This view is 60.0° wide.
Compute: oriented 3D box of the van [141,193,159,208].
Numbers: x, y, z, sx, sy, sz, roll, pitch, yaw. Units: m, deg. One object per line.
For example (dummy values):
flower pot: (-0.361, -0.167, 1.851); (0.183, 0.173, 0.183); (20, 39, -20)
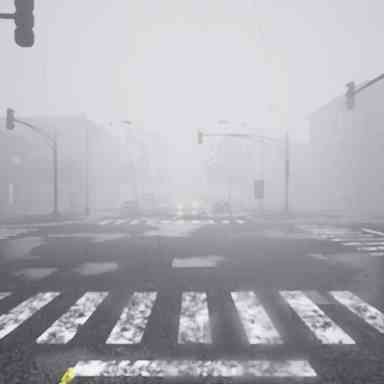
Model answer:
van: (-5.535, 1.126, 42.044); (1.690, 1.788, 3.998); (0, 0, 0)

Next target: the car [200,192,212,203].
car: (2.910, 1.250, 58.652); (2.008, 1.369, 4.403); (-1, 0, 0)

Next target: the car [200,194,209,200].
car: (2.995, 1.130, 80.837); (1.887, 1.381, 4.507); (-1, 0, 0)

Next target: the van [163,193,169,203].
van: (-5.473, 1.040, 58.683); (1.690, 1.788, 3.998); (0, 0, 0)

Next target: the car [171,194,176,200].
car: (-5.387, 1.151, 80.869); (1.947, 1.339, 4.313); (0, 0, 0)

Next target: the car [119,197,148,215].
car: (-5.575, 1.424, 30.953); (1.802, 1.307, 4.206); (0, 0, 0)

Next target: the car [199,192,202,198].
car: (2.973, 1.180, 75.291); (1.947, 1.339, 4.313); (-1, 0, 0)

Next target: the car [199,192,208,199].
car: (3.013, 0.871, 86.382); (2.192, 1.841, 5.009); (0, 0, 0)

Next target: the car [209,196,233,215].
car: (2.805, 1.366, 31.091); (1.752, 1.417, 4.829); (-1, 0, 0)

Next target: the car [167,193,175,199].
car: (-5.365, 1.101, 86.415); (1.887, 1.381, 4.507); (0, 0, 0)

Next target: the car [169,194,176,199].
car: (-5.344, 1.109, 91.961); (1.802, 1.307, 4.206); (0, 0, 0)

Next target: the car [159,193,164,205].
car: (-5.513, 1.301, 47.592); (1.887, 1.381, 4.507); (0, 0, 0)

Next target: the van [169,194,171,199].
van: (-5.451, 1.012, 64.229); (1.690, 1.788, 3.998); (0, 0, 0)
